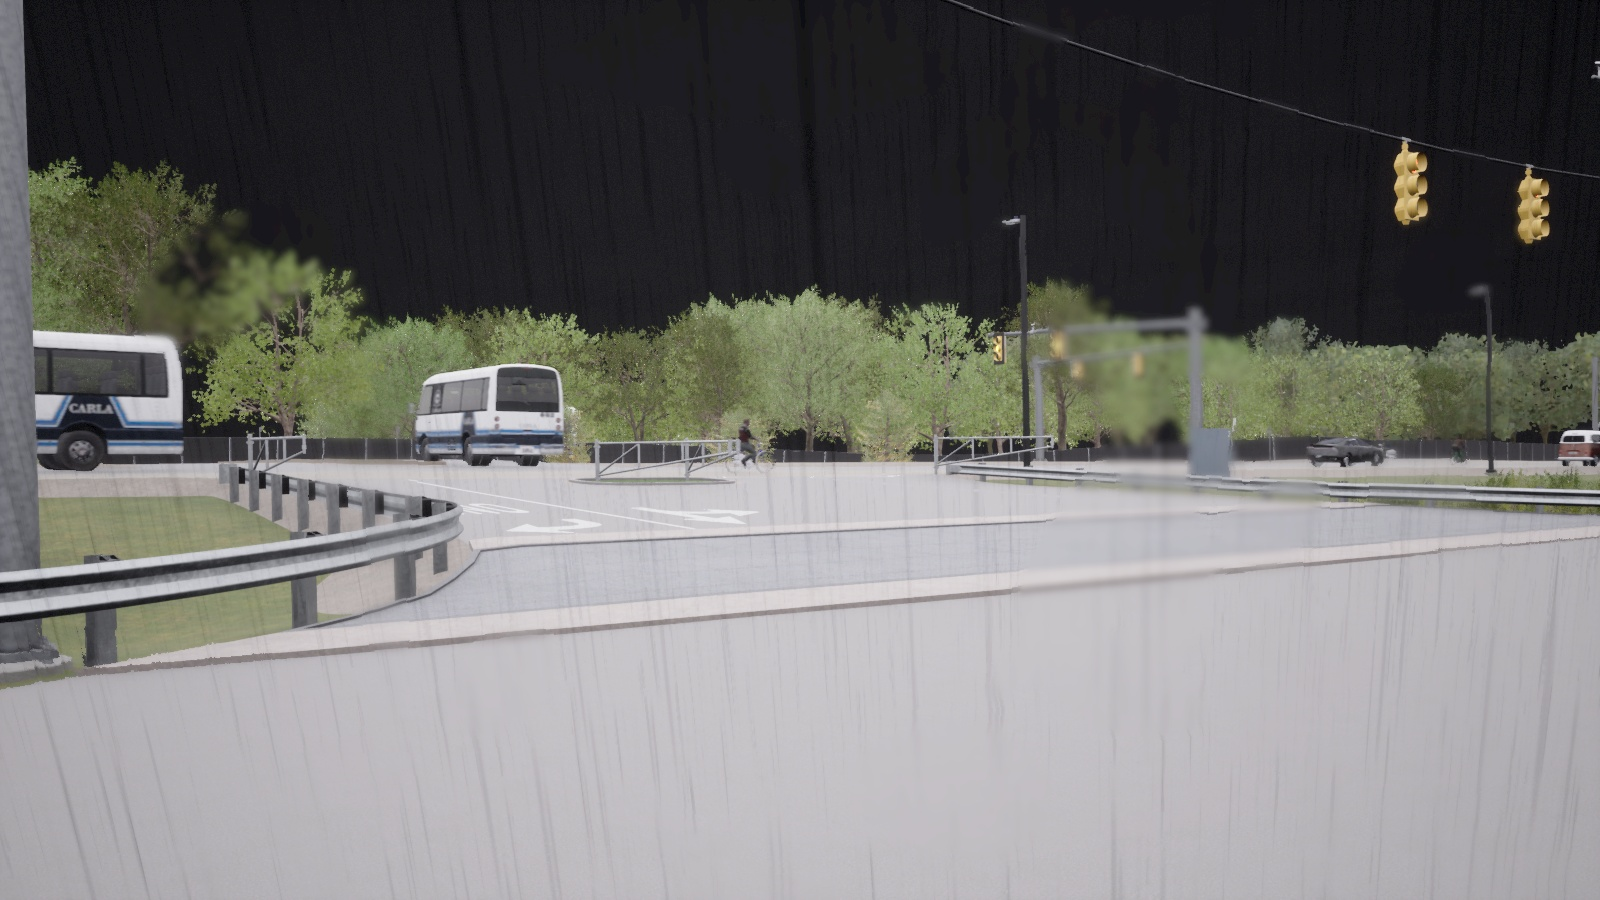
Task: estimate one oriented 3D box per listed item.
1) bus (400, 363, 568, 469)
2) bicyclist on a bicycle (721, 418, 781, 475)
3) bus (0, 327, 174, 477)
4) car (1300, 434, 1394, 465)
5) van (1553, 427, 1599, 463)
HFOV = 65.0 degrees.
[{"bbox_3d":[-14.295,-1.357,56.003,3.944,4.253,10.273,0,0,-34],"label":"bus"},{"bbox_3d":[-1.560,-0.110,40.094,1.843,1.776,0.659,0,2,-34],"label":"bicyclist on a bicycle"},{"bbox_3d":[-24.474,-1.361,36.813,10.273,4.253,3.944,0,0,-43],"label":"bus"},{"bbox_3d":[28.069,-0.019,64.354,4.902,1.511,2.128,0,0,-34],"label":"car"},{"bbox_3d":[45.198,-0.275,71.707,4.480,2.038,2.069,0,0,-34],"label":"van"}]
